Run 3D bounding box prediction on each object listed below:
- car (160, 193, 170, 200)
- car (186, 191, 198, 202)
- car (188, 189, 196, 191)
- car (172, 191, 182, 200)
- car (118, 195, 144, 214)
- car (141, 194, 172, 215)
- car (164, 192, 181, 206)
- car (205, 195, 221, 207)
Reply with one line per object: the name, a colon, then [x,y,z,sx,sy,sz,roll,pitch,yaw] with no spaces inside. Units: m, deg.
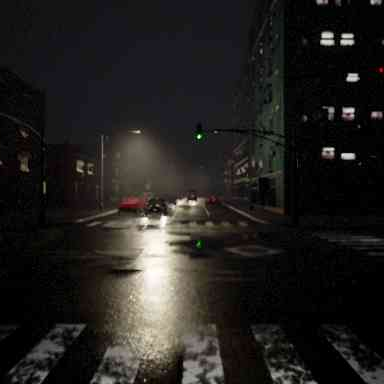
car: [-5.675,0.945,71.277,1.802,1.307,4.206,1,1,0]
car: [0.002,1.017,59.144,2.033,1.411,5.357,0,1,0]
car: [0.002,0.435,69.596,2.150,2.045,5.566,0,1,0]
car: [-2.998,0.944,63.733,1.882,1.535,5.008,0,1,0]
car: [-5.752,1.262,31.475,1.887,1.381,4.507,1,1,0]
car: [-3.093,1.234,30.083,1.837,1.490,4.892,0,1,0]
car: [-3.057,1.128,46.698,2.033,1.411,5.357,0,0,0]
car: [2.707,1.055,42.904,1.967,1.590,4.097,1,1,0]
